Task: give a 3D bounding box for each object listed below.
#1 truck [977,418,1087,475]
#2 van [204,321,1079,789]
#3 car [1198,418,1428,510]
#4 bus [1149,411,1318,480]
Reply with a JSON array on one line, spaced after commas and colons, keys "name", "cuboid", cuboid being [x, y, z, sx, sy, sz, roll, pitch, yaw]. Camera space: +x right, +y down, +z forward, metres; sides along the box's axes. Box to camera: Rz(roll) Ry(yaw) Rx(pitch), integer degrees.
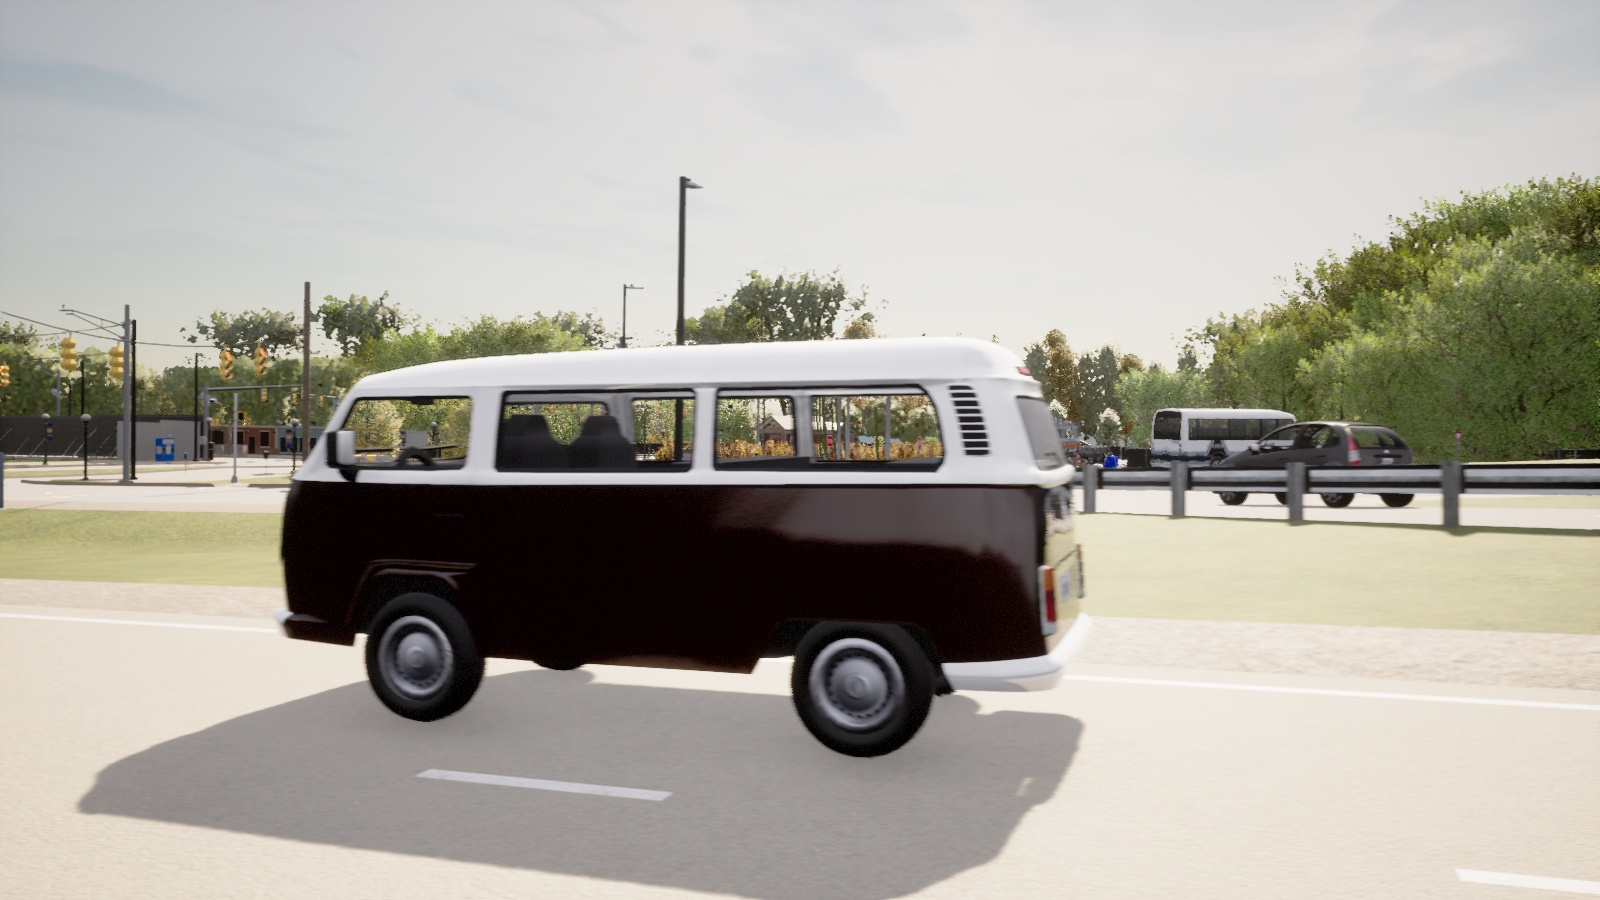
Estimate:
[{"name": "truck", "cuboid": [16.373, -0.150, 89.500, 2.891, 3.827, 8.468, 1, -2, -30]}, {"name": "van", "cuboid": [-0.811, 0.427, 7.154, 4.480, 2.038, 2.069, 0, 1, 19]}, {"name": "car", "cuboid": [9.781, 0.312, 24.281, 1.851, 1.617, 3.988, 1, -2, -22]}, {"name": "bus", "cuboid": [28.334, -0.325, 82.014, 10.273, 4.253, 3.944, 0, 2, -23]}]
